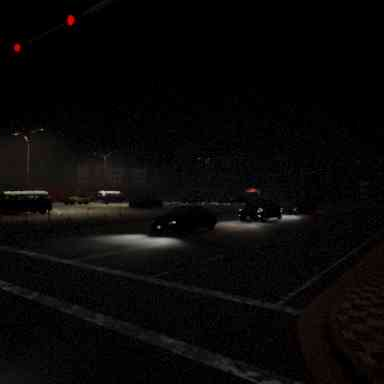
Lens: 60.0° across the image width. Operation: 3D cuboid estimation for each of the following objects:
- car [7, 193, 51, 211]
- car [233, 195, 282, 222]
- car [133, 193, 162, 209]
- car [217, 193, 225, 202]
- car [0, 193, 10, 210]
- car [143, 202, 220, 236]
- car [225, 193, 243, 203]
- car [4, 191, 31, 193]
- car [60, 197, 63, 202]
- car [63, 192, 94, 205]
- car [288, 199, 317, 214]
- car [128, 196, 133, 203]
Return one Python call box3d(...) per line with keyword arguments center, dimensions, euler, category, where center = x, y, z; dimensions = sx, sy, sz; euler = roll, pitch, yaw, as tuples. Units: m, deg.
box3d(center=(-20.007, 1.243, 40.915), dimensions=(1.970, 1.475, 3.806), euler=(0, 0, 37), category="car")
box3d(center=(5.555, 1.354, 26.829), dimensions=(2.097, 1.767, 4.553), euler=(0, 0, 36), category="car")
box3d(center=(-6.371, 1.288, 49.598), dimensions=(1.970, 1.475, 3.806), euler=(0, 0, 37), category="car")
box3d(center=(6.218, 1.082, 62.006), dimensions=(1.905, 1.878, 3.866), euler=(0, 0, 37), category="car")
box3d(center=(-22.331, 1.196, 42.643), dimensions=(1.784, 1.438, 3.905), euler=(0, 0, 37), category="car")
box3d(center=(-0.311, 1.518, 18.847), dimensions=(1.812, 1.442, 4.674), euler=(0, 0, 36), category="car")
box3d(center=(8.509, 1.094, 60.236), dimensions=(1.932, 1.855, 4.605), euler=(0, 0, 37), category="car")
box3d(center=(-24.514, 0.971, 44.202), dimensions=(1.932, 1.855, 4.605), euler=(0, 0, 37), category="car")
box3d(center=(-22.275, 1.153, 61.381), dimensions=(1.784, 1.438, 3.905), euler=(0, 0, 37), category="car")
box3d(center=(-19.987, 0.958, 59.602), dimensions=(1.932, 1.855, 4.605), euler=(0, 0, 37), category="car")
box3d(center=(11.744, 1.505, 35.201), dimensions=(2.128, 1.511, 4.902), euler=(0, 0, 37), category="car")
box3d(center=(-11.874, 1.203, 75.414), dimensions=(1.970, 1.475, 3.806), euler=(0, 0, 37), category="car")
